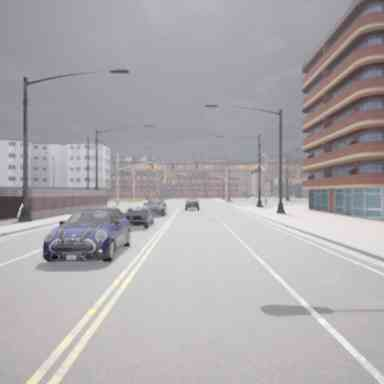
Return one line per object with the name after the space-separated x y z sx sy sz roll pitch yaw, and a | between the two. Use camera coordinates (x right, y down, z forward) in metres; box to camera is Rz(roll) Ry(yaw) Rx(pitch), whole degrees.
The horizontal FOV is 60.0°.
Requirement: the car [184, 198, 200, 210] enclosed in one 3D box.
0.055 1.592 44.415 1.812 1.442 4.674 0 0 0 | car

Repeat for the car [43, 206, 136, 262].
-3.608 1.371 12.207 2.097 1.767 4.553 0 0 0 | car

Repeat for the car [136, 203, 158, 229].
-3.615 1.635 22.202 1.895 1.301 4.718 0 0 0 | car

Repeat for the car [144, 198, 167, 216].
-3.577 1.401 32.379 2.097 1.767 4.553 0 0 0 | car
